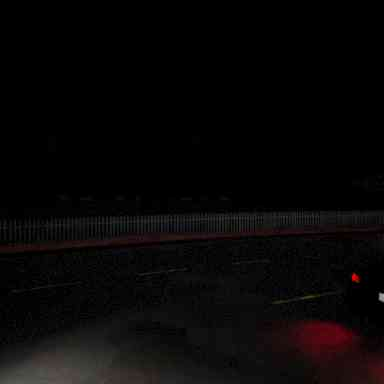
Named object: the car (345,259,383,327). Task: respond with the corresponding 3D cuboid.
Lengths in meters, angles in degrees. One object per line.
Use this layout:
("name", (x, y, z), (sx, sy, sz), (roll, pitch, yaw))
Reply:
("car", (4.758, 1.564, 5.749), (4.181, 1.385, 1.994), (0, 0, -24))
